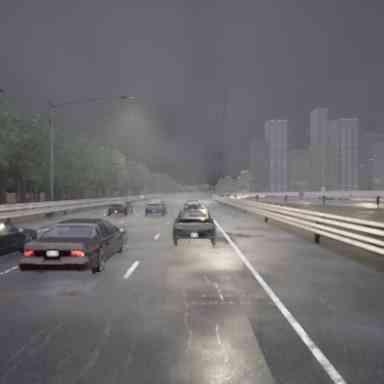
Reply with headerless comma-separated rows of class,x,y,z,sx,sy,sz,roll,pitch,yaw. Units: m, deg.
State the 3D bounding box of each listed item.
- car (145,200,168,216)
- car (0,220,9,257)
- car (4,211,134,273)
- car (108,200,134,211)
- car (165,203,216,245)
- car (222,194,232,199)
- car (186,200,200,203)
car,-3.406,1.500,32.476,2.128,1.511,4.902,0,0,0
car,-6.902,1.550,10.585,2.033,1.411,5.357,0,0,0
car,-3.402,1.550,10.621,2.033,1.411,5.357,0,0,0
car,-6.906,1.513,32.624,1.837,1.490,4.892,0,0,0
car,0.098,1.496,15.648,2.128,1.511,4.902,0,0,0
car,9.650,1.371,93.556,1.994,1.385,4.181,0,0,-12
car,0.094,1.534,33.615,1.812,1.442,4.674,0,0,0
